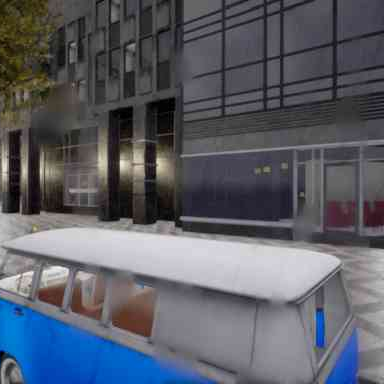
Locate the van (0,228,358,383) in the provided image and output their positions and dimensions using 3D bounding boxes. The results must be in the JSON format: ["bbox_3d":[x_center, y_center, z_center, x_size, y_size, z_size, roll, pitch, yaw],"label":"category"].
[{"bbox_3d":[-0.500,1.341,3.321,3.998,1.788,1.690,0,0,36],"label":"van"}]
